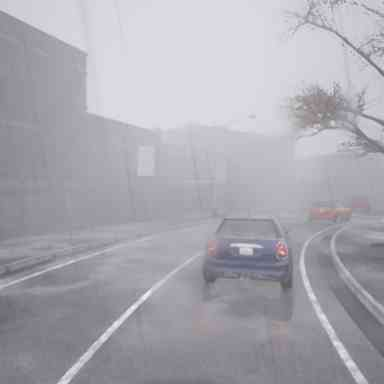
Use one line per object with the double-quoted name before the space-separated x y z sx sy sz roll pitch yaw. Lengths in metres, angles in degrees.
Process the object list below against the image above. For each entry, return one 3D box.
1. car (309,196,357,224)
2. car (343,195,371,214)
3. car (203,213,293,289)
"car" 11.081 1.450 26.432 2.097 1.767 4.553 1 0 41
"car" 17.318 1.357 36.481 5.566 2.045 2.150 1 0 -31
"car" 1.739 1.362 9.559 2.097 1.767 4.553 1 0 14
